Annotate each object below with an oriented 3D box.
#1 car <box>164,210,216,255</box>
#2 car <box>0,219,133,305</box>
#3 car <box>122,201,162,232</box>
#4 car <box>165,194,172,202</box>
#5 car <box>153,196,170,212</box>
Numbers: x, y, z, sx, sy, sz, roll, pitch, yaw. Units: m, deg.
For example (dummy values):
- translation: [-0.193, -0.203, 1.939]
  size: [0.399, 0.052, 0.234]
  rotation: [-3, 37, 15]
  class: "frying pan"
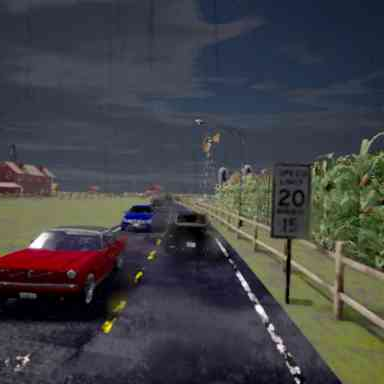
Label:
- translation: [-0.069, 1.588, 13.851]
  size: [1.837, 1.490, 4.892]
  rotation: [3, 0, -1]
  class: "car"
- translation: [-2.886, 1.526, 8.046]
  size: [1.895, 1.301, 4.718]
  rotation: [2, 0, 0]
  class: "car"
- translation: [-3.076, 1.521, 20.280]
  size: [1.812, 1.442, 4.674]
  rotation: [2, 0, -2]
  class: "car"
- translation: [-6.526, 1.596, 90.874]
  size: [2.150, 2.045, 5.566]
  rotation: [3, -1, -7]
  class: "car"
- translation: [-3.868, 1.600, 38.911]
  size: [1.837, 1.490, 4.892]
  rotation: [2, -1, -3]
  class: "car"
